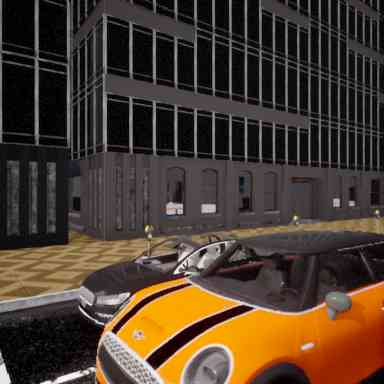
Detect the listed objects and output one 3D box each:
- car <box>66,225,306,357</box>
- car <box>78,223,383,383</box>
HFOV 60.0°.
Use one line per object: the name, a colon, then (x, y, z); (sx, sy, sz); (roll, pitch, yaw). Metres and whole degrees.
car: (0.045, 1.551, 6.592); (4.403, 1.369, 2.008); (0, 0, -35)
car: (1.180, 1.352, 4.219); (4.553, 1.767, 2.097); (0, 0, -35)
